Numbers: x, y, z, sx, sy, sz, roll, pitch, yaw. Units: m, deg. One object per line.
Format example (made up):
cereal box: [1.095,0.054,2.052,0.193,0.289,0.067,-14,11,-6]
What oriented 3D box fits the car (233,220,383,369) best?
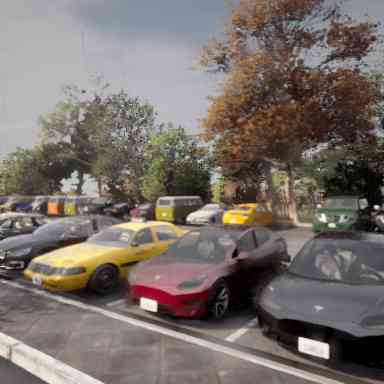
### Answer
car: [2.900,1.527,6.073,2.163,1.488,4.792,0,0,36]

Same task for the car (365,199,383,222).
car: [10.595,1.241,16.651,2.435,2.045,5.566,0,0,36]

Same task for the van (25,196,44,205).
van: [-14.320,1.418,34.425,1.878,1.987,4.442,-1,-1,36]

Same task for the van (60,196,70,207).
van: [-9.677,1.391,31.380,1.878,1.987,4.442,0,0,36]

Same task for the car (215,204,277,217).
car: [3.857,1.533,21.515,2.097,1.535,5.008,0,0,36]

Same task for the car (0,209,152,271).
car: [-3.845,1.540,10.958,2.231,1.521,4.892,0,0,36]

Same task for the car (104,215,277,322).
car: [0.644,1.541,7.692,2.163,1.488,4.792,0,0,36]

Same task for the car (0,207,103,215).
car: [-6.108,1.554,12.567,2.231,1.521,4.892,0,0,36]

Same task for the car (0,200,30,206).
car: [-10.634,1.455,15.784,2.185,1.767,4.553,0,0,36]

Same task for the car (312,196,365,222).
car: [8.345,1.254,18.266,2.435,2.045,5.566,0,0,36]

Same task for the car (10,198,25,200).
car: [-16.374,1.684,36.050,2.097,1.535,5.008,-1,-1,36]

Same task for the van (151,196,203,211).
van: [-0.675,1.336,24.918,1.878,1.987,4.442,0,0,36]

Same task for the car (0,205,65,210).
car: [-8.468,1.564,14.040,1.946,1.575,5.366,0,0,36]

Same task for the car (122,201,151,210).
car: [-2.891,1.615,26.363,2.002,1.452,4.674,0,0,36]

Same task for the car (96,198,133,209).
car: [-5.144,1.588,27.976,2.097,1.535,5.008,0,0,36]

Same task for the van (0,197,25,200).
van: [-18.699,1.517,37.568,1.878,1.987,4.442,-1,-1,36]

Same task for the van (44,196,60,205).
van: [-11.826,1.404,32.922,1.878,1.987,4.442,0,0,36]

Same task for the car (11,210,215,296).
car: [-1.702,1.522,9.184,1.946,1.575,5.366,0,0,36]

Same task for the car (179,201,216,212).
car: [1.511,1.588,23.210,2.002,1.452,4.674,0,0,36]

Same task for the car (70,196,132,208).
car: [-7.510,1.351,29.646,2.435,2.045,5.566,0,0,36]
